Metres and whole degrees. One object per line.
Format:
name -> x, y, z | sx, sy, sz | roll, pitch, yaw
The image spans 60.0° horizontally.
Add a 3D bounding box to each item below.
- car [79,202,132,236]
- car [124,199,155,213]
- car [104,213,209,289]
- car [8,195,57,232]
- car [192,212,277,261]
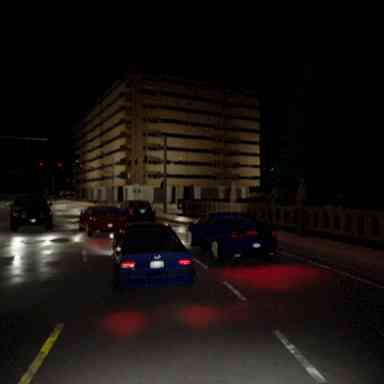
car -> -5.103, 1.487, 18.610 | 1.882, 1.535, 5.008 | 0, 0, -26
car -> -4.362, 1.365, 24.765 | 2.097, 1.767, 4.553 | 0, 0, -27
car -> -1.299, 1.552, 9.347 | 2.033, 1.411, 5.357 | 0, 0, -13
car -> -10.114, 1.229, 20.809 | 2.150, 2.045, 5.566 | 0, 0, -29
car -> 1.252, 1.483, 12.526 | 1.882, 1.535, 5.008 | 0, 0, -17
